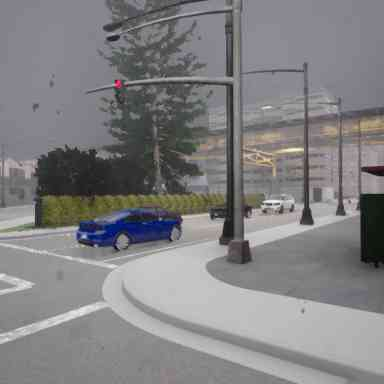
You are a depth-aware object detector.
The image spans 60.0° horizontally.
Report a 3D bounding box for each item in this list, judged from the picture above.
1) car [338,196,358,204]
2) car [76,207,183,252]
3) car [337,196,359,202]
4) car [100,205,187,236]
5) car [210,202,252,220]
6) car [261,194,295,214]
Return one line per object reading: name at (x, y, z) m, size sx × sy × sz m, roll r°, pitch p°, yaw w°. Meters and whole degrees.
car at (31.907, 1.521, 67.979) m, size 4.974 × 1.542 × 2.038 m, roll 0°, pitch 0°, yaw -29°
car at (-2.478, 1.496, 14.234) m, size 1.882 × 1.535 × 5.008 m, roll -1°, pitch 0°, yaw 37°
car at (31.951, 1.363, 68.006) m, size 4.536 × 1.218 × 1.853 m, roll 0°, pitch 0°, yaw -29°
car at (-2.728, 1.602, 20.050) m, size 2.033 × 1.411 × 5.357 m, roll -1°, pitch 0°, yaw 36°
car at (3.393, 1.534, 28.497) m, size 1.882 × 1.535 × 5.008 m, roll -1°, pitch 0°, yaw 36°
car at (9.696, 1.280, 37.161) m, size 2.150 × 2.045 × 5.566 m, roll -1°, pitch 0°, yaw 36°
